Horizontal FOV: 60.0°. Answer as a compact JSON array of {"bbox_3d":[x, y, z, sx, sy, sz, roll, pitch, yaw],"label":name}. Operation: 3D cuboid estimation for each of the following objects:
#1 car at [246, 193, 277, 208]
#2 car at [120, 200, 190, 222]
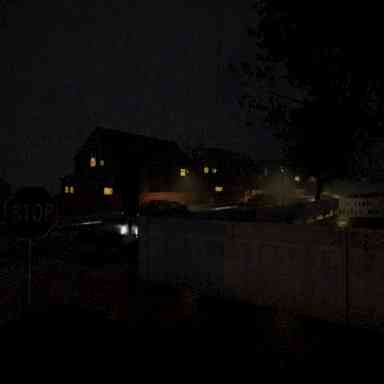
[{"bbox_3d":[7.652,0.892,36.319,1.882,1.535,5.008,2,2,35],"label":"car"},{"bbox_3d":[-2.282,1.222,22.243,2.033,1.411,5.357,2,2,35],"label":"car"}]
